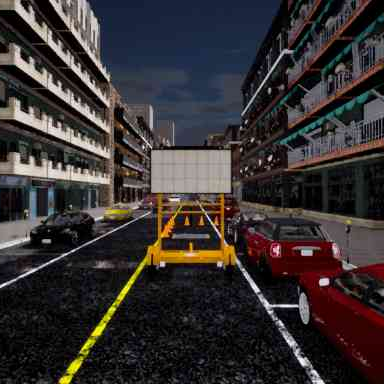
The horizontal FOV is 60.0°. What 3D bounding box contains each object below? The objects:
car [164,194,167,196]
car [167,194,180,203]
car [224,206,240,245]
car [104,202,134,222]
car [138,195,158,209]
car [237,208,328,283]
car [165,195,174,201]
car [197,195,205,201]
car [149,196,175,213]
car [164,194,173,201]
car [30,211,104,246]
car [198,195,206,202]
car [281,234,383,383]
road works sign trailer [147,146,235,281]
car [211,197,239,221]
[{"bbox_3d":[-5.910,1.292,77.292,2.192,1.841,5.009,0,0,0],"label":"car"},{"bbox_3d":[-3.176,1.510,61.250,1.812,1.442,4.674,0,0,0],"label":"car"},{"bbox_3d":[2.649,1.550,15.312,2.008,1.369,4.403,0,0,0],"label":"car"},{"bbox_3d":[-5.764,1.523,26.394,1.752,1.417,4.829,0,0,0],"label":"car"},{"bbox_3d":[-5.813,1.432,43.474,1.967,1.590,4.097,0,0,0],"label":"car"},{"bbox_3d":[2.665,1.440,9.676,1.967,1.590,4.097,0,0,0],"label":"car"},{"bbox_3d":[-5.944,1.516,88.565,1.887,1.381,4.507,0,0,0],"label":"car"},{"bbox_3d":[2.437,1.516,88.585,1.887,1.381,4.507,0,0,0],"label":"car"},{"bbox_3d":[-3.202,1.499,36.128,1.837,1.490,4.892,0,0,0],"label":"car"},{"bbox_3d":[-5.927,1.414,82.927,1.967,1.590,4.097,0,0,0],"label":"car"},{"bbox_3d":[-5.732,1.565,15.290,1.947,1.339,4.313,0,0,0],"label":"car"},{"bbox_3d":[2.469,1.502,77.482,1.752,1.417,4.829,0,0,0],"label":"car"},{"bbox_3d":[2.682,1.545,4.039,1.887,1.381,4.507,0,0,0],"label":"car"},{"bbox_3d":[-0.027,0.464,9.800,2.380,3.560,2.880,0,0,0],"label":"road works sign trailer"},{"bbox_3d":[2.617,1.312,26.585,2.192,1.841,5.009,0,0,0],"label":"car"}]
